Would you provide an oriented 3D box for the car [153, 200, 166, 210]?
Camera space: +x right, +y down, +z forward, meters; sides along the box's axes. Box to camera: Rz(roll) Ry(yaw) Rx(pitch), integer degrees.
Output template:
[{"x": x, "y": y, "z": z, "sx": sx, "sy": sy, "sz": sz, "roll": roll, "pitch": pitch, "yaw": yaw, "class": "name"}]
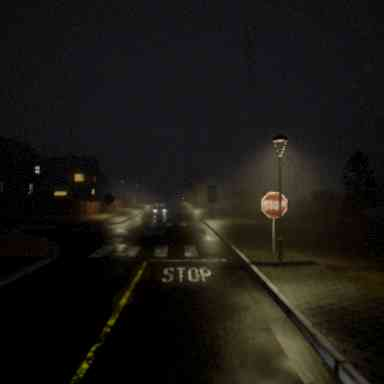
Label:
[{"x": -5.028, "y": 2.005, "z": 52.279, "sx": 1.812, "sy": 1.442, "sz": 4.674, "roll": 0, "pitch": 0, "yaw": -3, "class": "car"}]
